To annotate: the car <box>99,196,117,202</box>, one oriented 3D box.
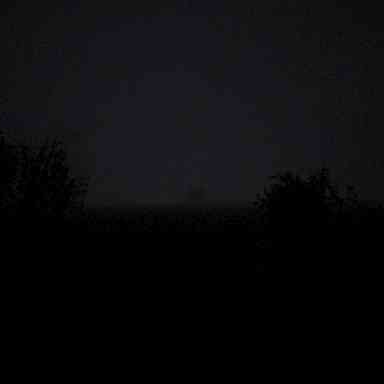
[{"bbox_3d":[-18.081,1.615,70.479,1.837,1.490,4.892,-2,-1,35],"label":"car"}]
